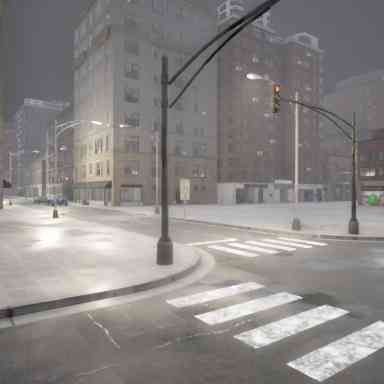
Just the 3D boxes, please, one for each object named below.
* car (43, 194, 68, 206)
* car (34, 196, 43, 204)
[{"bbox_3d":[-19.624,1.119,48.205,2.097,1.767,4.553,0,0,-36],"label":"car"},{"bbox_3d":[-25.417,1.287,56.319,1.994,1.385,4.181,0,0,-36],"label":"car"}]
